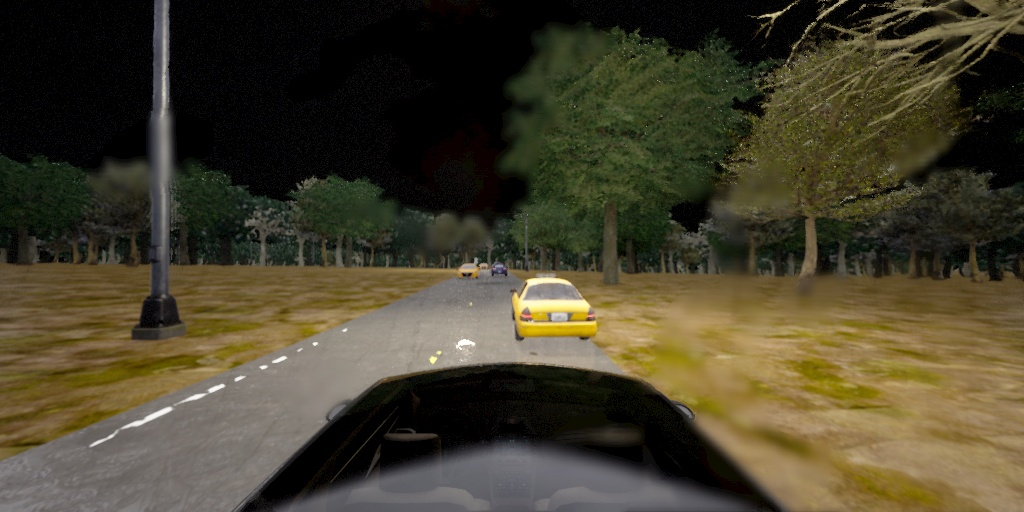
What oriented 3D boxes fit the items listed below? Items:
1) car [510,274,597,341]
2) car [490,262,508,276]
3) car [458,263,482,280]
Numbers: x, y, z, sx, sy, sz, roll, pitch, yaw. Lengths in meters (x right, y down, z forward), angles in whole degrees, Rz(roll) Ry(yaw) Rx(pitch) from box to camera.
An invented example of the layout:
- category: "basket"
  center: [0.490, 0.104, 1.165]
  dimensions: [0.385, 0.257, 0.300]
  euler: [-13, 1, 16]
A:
- category: "car"
  center: [0.928, 1.268, 10.065]
  dimensions: [1.801, 1.575, 5.366]
  euler: [0, 0, -1]
- category: "car"
  center: [-1.552, 1.712, 44.139]
  dimensions: [1.812, 1.442, 4.674]
  euler: [0, -1, -2]
- category: "car"
  center: [-4.384, 1.557, 36.429]
  dimensions: [1.882, 1.535, 5.008]
  euler: [0, -1, -3]
